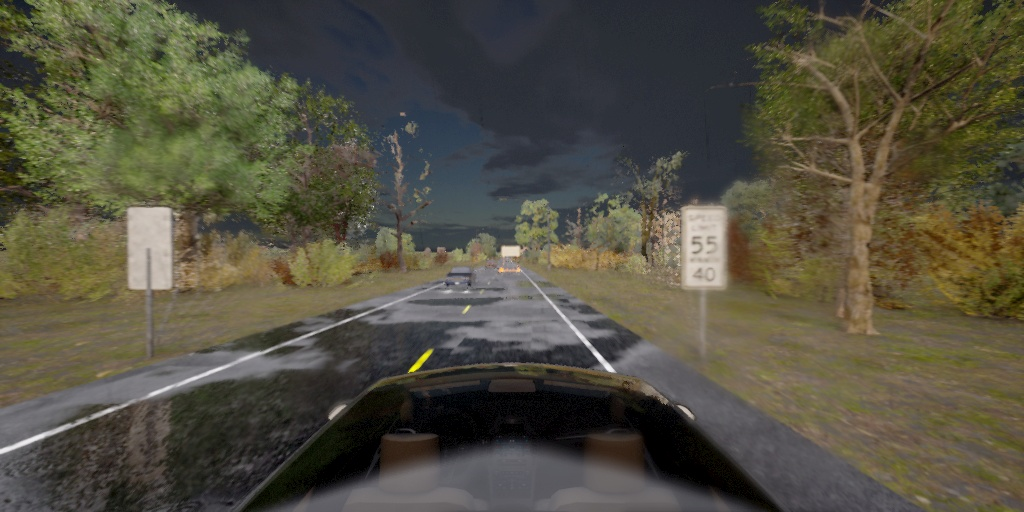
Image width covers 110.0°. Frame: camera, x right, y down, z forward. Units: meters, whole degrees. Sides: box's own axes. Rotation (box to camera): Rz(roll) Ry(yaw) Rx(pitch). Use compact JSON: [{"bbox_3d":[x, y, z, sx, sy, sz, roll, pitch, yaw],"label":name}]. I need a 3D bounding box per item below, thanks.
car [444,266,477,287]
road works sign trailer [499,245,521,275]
[{"bbox_3d":[-3.644,1.443,26.397,2.033,1.411,5.357,0,0,0],"label":"car"},{"bbox_3d":[-0.160,0.458,43.813,2.380,3.560,2.880,0,0,1],"label":"road works sign trailer"}]
